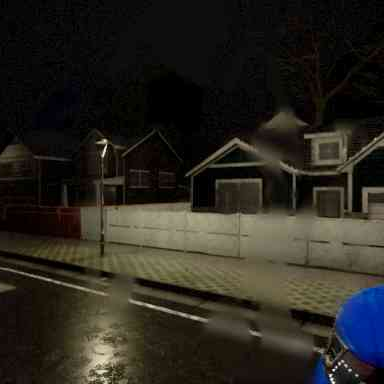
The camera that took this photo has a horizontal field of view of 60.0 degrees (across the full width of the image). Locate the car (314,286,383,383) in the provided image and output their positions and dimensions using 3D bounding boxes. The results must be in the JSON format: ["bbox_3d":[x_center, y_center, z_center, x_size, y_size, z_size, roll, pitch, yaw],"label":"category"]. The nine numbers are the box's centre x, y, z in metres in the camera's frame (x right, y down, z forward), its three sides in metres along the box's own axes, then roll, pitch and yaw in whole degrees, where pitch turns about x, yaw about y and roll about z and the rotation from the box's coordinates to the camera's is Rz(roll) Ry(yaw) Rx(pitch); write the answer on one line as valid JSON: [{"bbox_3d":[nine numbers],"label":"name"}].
[{"bbox_3d":[3.503,1.221,1.519,5.566,2.045,2.150,0,0,35],"label":"car"}]
